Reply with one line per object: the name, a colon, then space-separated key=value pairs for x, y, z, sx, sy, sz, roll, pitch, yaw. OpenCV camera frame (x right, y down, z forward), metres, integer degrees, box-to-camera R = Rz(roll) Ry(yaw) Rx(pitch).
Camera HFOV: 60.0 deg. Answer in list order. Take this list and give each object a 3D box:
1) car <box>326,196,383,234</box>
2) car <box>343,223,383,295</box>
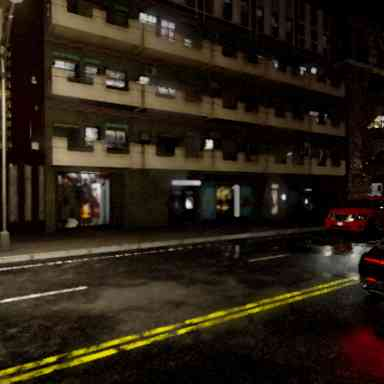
car: x=9.714 y=1.233 z=18.121 sx=5.566 sy=2.045 sz=2.150 roll=0 pitch=0 yaw=-33
car: x=5.686 y=1.508 z=7.431 sx=4.892 sy=1.490 sz=1.837 roll=0 pitch=0 yaw=-34
